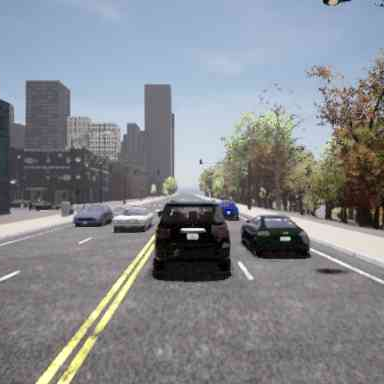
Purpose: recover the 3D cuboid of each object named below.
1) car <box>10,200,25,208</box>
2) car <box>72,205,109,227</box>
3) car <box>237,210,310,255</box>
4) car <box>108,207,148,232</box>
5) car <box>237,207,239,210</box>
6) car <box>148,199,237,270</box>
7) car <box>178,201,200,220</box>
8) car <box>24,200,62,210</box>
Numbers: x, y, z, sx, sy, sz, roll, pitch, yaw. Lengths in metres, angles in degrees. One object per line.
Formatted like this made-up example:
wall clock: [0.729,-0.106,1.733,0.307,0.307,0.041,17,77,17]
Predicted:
car: [-28.959,1.975,54.977,4.403,1.369,2.008,-1,1,-1]
car: [-6.864,1.616,23.904,2.033,1.411,5.357,0,0,-1]
car: [3.209,1.599,13.515,1.994,1.385,4.181,0,0,-1]
car: [-3.575,1.659,20.682,1.895,1.301,4.718,0,0,-1]
car: [3.004,1.559,29.900,1.882,1.535,5.008,0,0,-1]
car: [-0.012,1.253,11.294,2.150,2.045,5.566,0,0,-1]
car: [-0.244,1.608,29.654,1.812,1.442,4.674,0,0,-1]
car: [-20.518,1.952,46.573,4.313,1.339,1.947,-1,1,-1]
